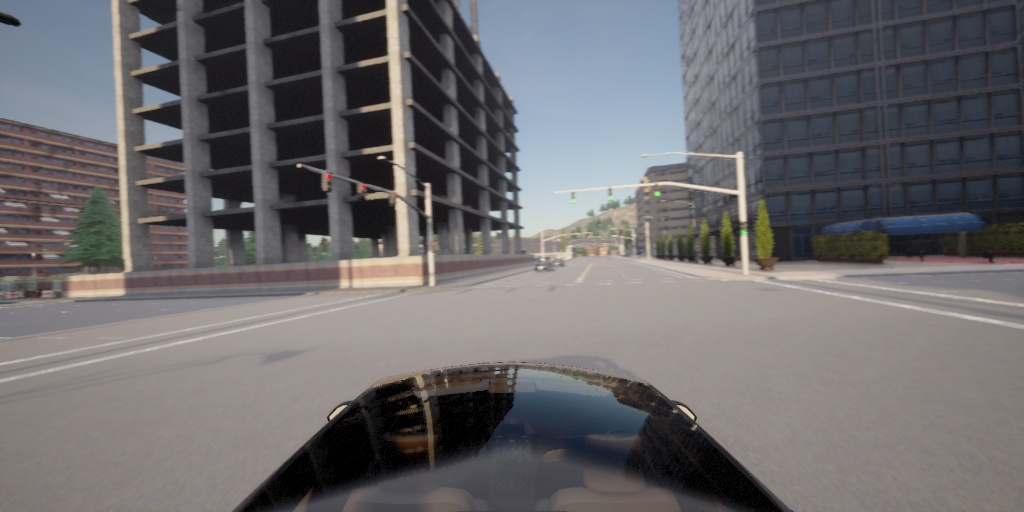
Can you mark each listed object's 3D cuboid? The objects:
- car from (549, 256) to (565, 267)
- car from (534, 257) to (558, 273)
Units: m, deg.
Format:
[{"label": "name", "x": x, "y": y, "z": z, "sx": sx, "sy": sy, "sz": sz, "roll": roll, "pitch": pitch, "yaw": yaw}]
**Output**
[{"label": "car", "x": 7.907, "y": 1.128, "z": 61.095, "sx": 2.128, "sy": 1.511, "sz": 4.902, "roll": -3, "pitch": 0, "yaw": 14}, {"label": "car", "x": 4.054, "y": 1.249, "z": 45.481, "sx": 2.128, "sy": 1.511, "sz": 4.902, "roll": -3, "pitch": 0, "yaw": 14}]
